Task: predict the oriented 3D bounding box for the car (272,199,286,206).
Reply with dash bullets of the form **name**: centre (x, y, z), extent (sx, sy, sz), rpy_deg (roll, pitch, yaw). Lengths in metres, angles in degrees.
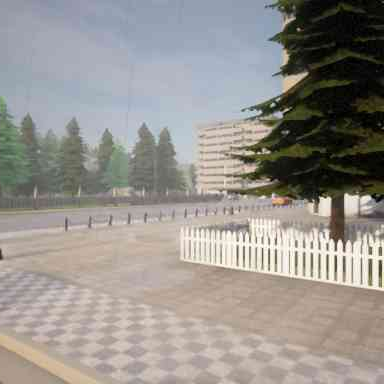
- **car**: centre (15.431, 1.349, 56.690), extent (2.097, 1.767, 4.553), rpy_deg (0, 0, 36)
